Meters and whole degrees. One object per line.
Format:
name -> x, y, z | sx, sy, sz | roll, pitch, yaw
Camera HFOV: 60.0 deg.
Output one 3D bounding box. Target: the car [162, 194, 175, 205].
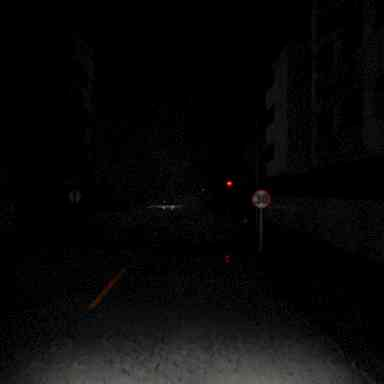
car -> -4.056, 1.556, 58.011 | 1.837, 1.490, 4.892 | 0, 0, 0
